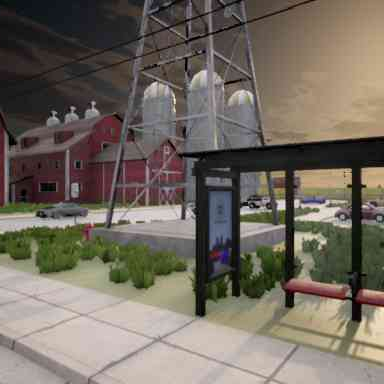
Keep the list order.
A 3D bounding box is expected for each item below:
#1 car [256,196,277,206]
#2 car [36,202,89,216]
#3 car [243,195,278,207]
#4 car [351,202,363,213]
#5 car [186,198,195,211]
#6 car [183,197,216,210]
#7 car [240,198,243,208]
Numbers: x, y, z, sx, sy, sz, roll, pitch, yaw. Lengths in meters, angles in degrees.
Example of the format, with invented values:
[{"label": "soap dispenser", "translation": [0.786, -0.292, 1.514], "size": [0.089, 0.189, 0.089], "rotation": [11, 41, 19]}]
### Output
[{"label": "car", "translation": [12.421, 1.496, 55.335], "size": [1.837, 1.490, 4.892], "rotation": [0, 0, 34]}, {"label": "car", "translation": [-10.788, 1.554, 27.850], "size": [1.994, 1.385, 4.181], "rotation": [0, 0, 34]}, {"label": "car", "translation": [9.122, 1.306, 43.313], "size": [3.866, 1.878, 1.905], "rotation": [0, 0, 35]}, {"label": "car", "translation": [13.151, 1.519, 25.558], "size": [3.905, 1.438, 1.784], "rotation": [0, 0, 35]}, {"label": "car", "translation": [1.902, 1.499, 31.913], "size": [4.193, 1.474, 1.816], "rotation": [0, 0, 35]}, {"label": "car", "translation": [1.033, 1.481, 45.053], "size": [2.128, 1.511, 4.902], "rotation": [0, 0, 35]}, {"label": "car", "translation": [6.849, 1.539, 47.120], "size": [2.033, 1.411, 5.357], "rotation": [0, 0, 35]}]
